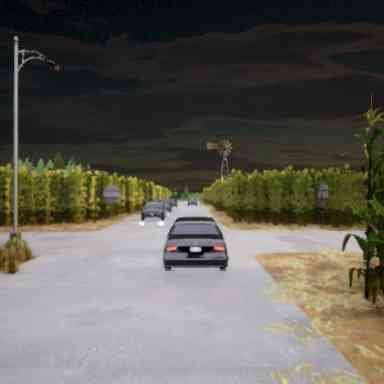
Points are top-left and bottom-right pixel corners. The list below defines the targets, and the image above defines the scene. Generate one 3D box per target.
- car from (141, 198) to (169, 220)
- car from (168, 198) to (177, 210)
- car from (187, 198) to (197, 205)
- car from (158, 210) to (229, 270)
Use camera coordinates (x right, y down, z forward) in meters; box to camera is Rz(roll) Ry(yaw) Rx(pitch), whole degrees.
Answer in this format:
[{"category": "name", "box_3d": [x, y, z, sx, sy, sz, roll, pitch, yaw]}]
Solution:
[{"category": "car", "box_3d": [-3.161, 1.517, 28.050, 1.837, 1.490, 4.892, 0, 0, -1]}, {"category": "car", "box_3d": [-3.205, 1.489, 37.686, 2.128, 1.511, 4.902, 0, 0, 0]}, {"category": "car", "box_3d": [0.085, 1.926, 66.223, 2.033, 1.411, 5.357, 0, -1, 0]}, {"category": "car", "box_3d": [0.091, 1.521, 10.809, 2.033, 1.411, 5.357, 0, -1, 0]}]
